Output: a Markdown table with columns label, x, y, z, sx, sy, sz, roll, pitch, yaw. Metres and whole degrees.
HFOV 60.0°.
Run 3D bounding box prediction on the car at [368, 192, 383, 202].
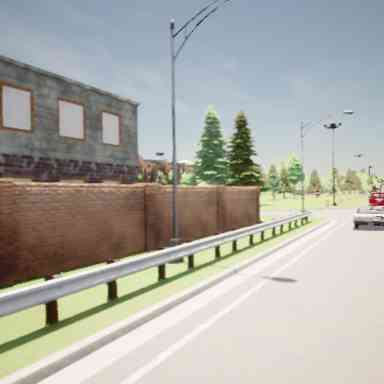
| label | x | y | z | sx | sy | sz | roll | pitch | yaw |
| --- | --- | --- | --- | --- | --- | --- | --- | --- | --- |
| car | 21.426 | 1.023 | 37.960 | 2.150 | 2.045 | 5.566 | -1 | 0 | 31 |

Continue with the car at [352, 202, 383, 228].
| label | x | y | z | sx | sy | sz | roll | pitch | yaw |
| --- | --- | --- | --- | --- | --- | --- | --- | --- | --- |
| car | 11.192 | 1.500 | 20.648 | 1.895 | 1.301 | 4.718 | -1 | 0 | 31 |
